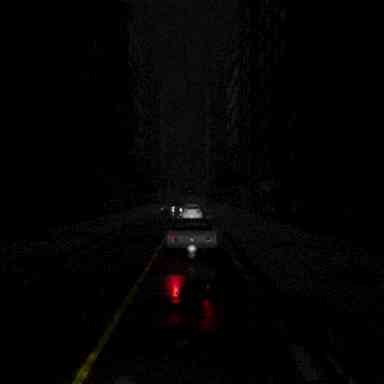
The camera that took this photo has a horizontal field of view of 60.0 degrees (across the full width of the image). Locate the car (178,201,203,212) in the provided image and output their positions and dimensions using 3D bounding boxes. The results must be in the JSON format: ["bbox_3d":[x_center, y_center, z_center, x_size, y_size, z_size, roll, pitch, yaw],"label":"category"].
[{"bbox_3d":[0.000,1.796,29.372,1.812,1.442,4.674,0,0,0],"label":"car"}]

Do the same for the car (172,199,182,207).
[{"bbox_3d":[-2.764,2.086,64.426,1.837,1.490,4.892,0,-1,0],"label":"car"}]

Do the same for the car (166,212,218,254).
[{"bbox_3d":[0.000,1.733,14.104,1.895,1.301,4.718,0,0,0],"label":"car"}]
